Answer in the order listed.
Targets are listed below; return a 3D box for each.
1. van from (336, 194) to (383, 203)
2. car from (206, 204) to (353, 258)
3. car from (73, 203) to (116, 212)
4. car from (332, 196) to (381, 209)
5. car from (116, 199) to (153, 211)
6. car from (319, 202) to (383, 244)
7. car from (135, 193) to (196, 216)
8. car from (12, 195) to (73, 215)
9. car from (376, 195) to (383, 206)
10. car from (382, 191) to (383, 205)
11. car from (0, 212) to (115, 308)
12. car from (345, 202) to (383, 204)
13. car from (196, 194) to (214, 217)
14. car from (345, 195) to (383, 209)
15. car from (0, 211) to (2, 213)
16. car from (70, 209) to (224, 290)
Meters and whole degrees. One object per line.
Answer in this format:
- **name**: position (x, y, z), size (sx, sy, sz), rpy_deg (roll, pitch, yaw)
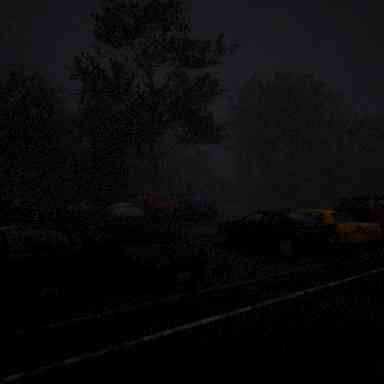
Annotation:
- **van**: position (9.898, 1.128, 17.385), size (1.878, 1.987, 4.442), rpy_deg (0, 0, -36)
- **car**: position (2.993, 1.398, 12.591), size (2.097, 1.535, 5.008), rpy_deg (0, 0, -36)
- **car**: position (-7.043, 1.420, 21.496), size (2.097, 1.535, 5.008), rpy_deg (0, 0, -36)
- **car**: position (20.174, 1.244, 40.946), size (2.231, 1.521, 4.892), rpy_deg (0, 0, -36)
- **car**: position (-4.880, 1.442, 23.044), size (2.002, 1.452, 4.674), rpy_deg (0, 0, -36)
- **car**: position (5.161, 1.380, 14.373), size (1.946, 1.575, 5.366), rpy_deg (0, 0, -36)
- **car**: position (-2.499, 1.134, 24.712), size (2.435, 2.045, 5.566), rpy_deg (0, 0, -36)
- **car**: position (-9.299, 1.187, 19.857), size (2.435, 2.045, 5.566), rpy_deg (-1, 0, -36)
- **car**: position (29.230, 1.215, 47.372), size (2.163, 1.488, 4.792), rpy_deg (0, 0, -36)
- **car**: position (31.454, 0.920, 49.030), size (2.435, 2.045, 5.566), rpy_deg (0, 0, -36)
- **car**: position (-3.848, 1.458, 7.706), size (2.231, 1.521, 4.892), rpy_deg (-1, 0, -35)
- **car**: position (7.533, 1.398, 15.875), size (2.163, 1.488, 4.792), rpy_deg (0, 0, -36)
- **car**: position (-0.334, 1.120, 26.259), size (2.435, 2.045, 5.566), rpy_deg (0, 0, -36)
- **car**: position (22.544, 1.225, 42.405), size (1.946, 1.575, 5.366), rpy_deg (0, 0, -36)
- **car**: position (-11.596, 1.489, 18.287), size (2.163, 1.488, 4.792), rpy_deg (-1, 0, -36)
- **car**: position (-1.557, 1.465, 9.312), size (2.163, 1.488, 4.792), rpy_deg (0, 0, -36)
